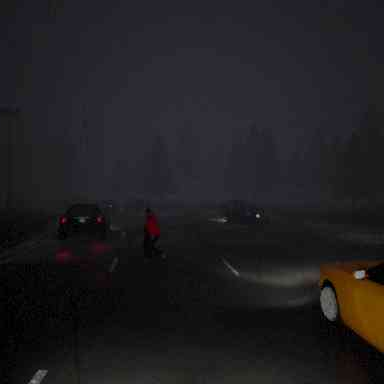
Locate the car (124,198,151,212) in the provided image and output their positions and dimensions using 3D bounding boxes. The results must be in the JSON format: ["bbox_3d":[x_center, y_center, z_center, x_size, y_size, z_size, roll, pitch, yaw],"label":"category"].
[{"bbox_3d":[-6.546,1.503,39.686,1.837,1.490,4.892,0,0,-33],"label":"car"}]

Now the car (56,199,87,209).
[{"bbox_3d":[-16.790,1.601,46.140,4.718,1.301,1.895,0,0,39],"label":"car"}]

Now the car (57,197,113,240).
[{"bbox_3d":[-5.454,1.351,17.373,2.097,1.767,4.553,0,0,-11],"label":"car"}]

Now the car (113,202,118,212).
[{"bbox_3d":[-10.120,1.564,38.660,1.994,1.385,4.181,0,0,-33],"label":"car"}]

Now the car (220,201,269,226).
[{"bbox_3d":[3.825,1.563,23.809,1.994,1.385,4.181,0,0,-14],"label":"car"}]

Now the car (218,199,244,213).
[{"bbox_3d":[4.306,1.504,34.152,1.837,1.490,4.892,0,0,-18],"label":"car"}]

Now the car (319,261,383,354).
[{"bbox_3d":[3.313,1.478,4.042,1.882,1.535,5.008,0,0,-3],"label":"car"}]

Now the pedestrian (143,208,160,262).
[{"bbox_3d":[-1.301,1.294,10.578,0.375,1.860,0.375,0,0,-7],"label":"pedestrian"}]

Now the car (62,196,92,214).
[{"bbox_3d":[-12.590,1.353,36.277,2.097,1.767,4.553,0,0,-33],"label":"car"}]
